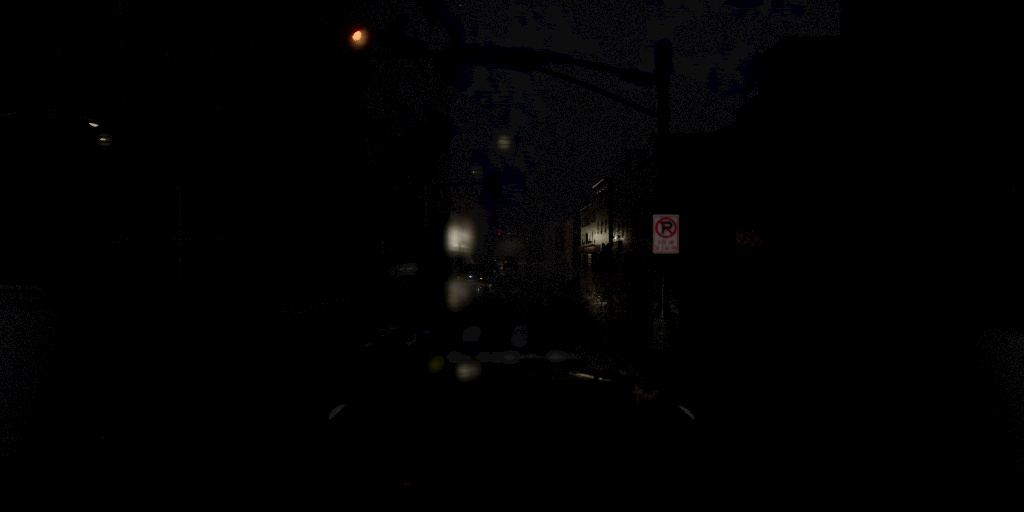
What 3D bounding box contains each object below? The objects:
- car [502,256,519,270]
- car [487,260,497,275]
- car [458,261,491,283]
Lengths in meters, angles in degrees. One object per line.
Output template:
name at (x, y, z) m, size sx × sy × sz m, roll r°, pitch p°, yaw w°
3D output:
car at (-0.198, 0.979, 52.573) m, size 2.150 × 2.045 × 5.566 m, roll 0°, pitch 0°, yaw 0°
car at (-2.992, 1.300, 38.391) m, size 2.033 × 1.411 × 5.357 m, roll 0°, pitch 0°, yaw 0°
car at (-2.951, 1.314, 27.900) m, size 1.994 × 1.385 × 4.181 m, roll 0°, pitch 0°, yaw 0°
